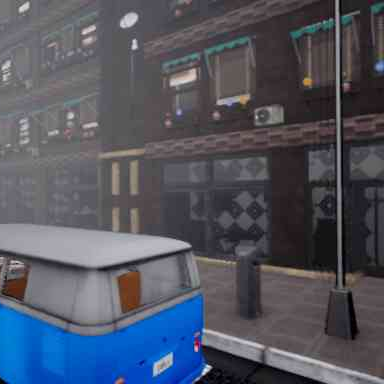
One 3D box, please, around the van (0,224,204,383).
[{"bbox_3d":[-1.774,1.359,4.147,3.998,1.788,1.690,0,0,36],"label":"van"}]
